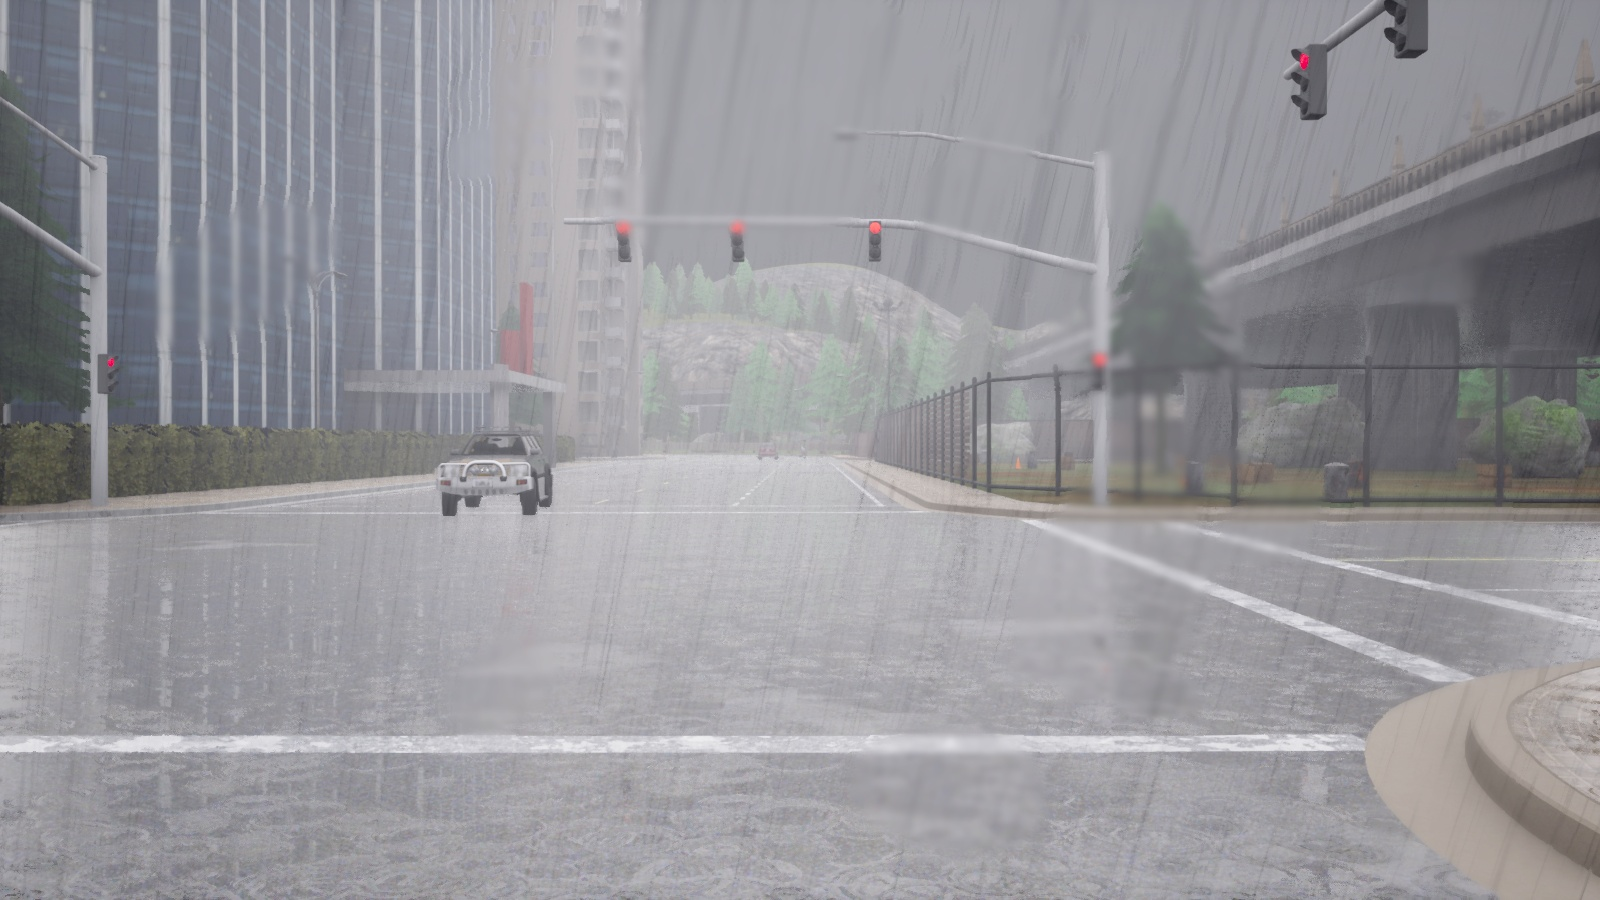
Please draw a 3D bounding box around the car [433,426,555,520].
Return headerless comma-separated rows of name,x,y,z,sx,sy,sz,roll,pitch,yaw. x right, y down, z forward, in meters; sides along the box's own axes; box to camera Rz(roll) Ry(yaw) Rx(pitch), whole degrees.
car,-6.564,0.417,27.420,1.932,1.855,4.605,0,1,-5
